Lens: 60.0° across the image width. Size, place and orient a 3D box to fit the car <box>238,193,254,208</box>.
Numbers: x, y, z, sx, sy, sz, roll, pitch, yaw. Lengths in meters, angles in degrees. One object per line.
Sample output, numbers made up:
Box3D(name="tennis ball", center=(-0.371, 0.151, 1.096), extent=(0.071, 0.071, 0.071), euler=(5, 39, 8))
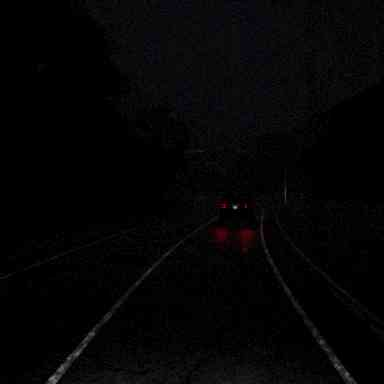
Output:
Box3D(name="car", center=(6.594, 0.995, 41.249), extent=(1.801, 1.575, 5.366), euler=(0, 1, 8))

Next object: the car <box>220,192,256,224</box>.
Box3D(name="car", center=(3.264, 1.050, 23.404), extent=(2.150, 2.045, 5.566), euler=(1, 0, 12))
